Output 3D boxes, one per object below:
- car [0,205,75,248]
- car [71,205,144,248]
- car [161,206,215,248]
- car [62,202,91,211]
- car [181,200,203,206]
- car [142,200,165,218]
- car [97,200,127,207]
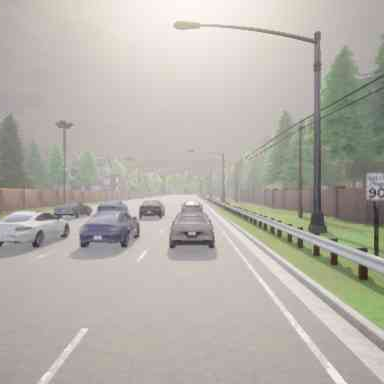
[{"bbox_3d":[-7.000,1.530,14.650,1.812,1.442,4.674,0,0,0],"label":"car"},{"bbox_3d":[-3.500,1.530,14.650,1.812,1.442,4.674,0,0,0],"label":"car"},{"bbox_3d":[0.000,1.560,14.650,2.033,1.411,5.357,0,0,0],"label":"car"},{"bbox_3d":[-10.500,1.560,29.650,2.033,1.411,5.357,0,0,0],"label":"car"},{"bbox_3d":[0.000,1.493,29.650,2.128,1.511,4.902,0,0,0],"label":"car"},{"bbox_3d":[-3.500,1.482,29.650,1.882,1.535,5.008,0,0,0],"label":"car"},{"bbox_3d":[-7.000,1.482,29.650,1.882,1.535,5.008,0,0,0],"label":"car"}]
